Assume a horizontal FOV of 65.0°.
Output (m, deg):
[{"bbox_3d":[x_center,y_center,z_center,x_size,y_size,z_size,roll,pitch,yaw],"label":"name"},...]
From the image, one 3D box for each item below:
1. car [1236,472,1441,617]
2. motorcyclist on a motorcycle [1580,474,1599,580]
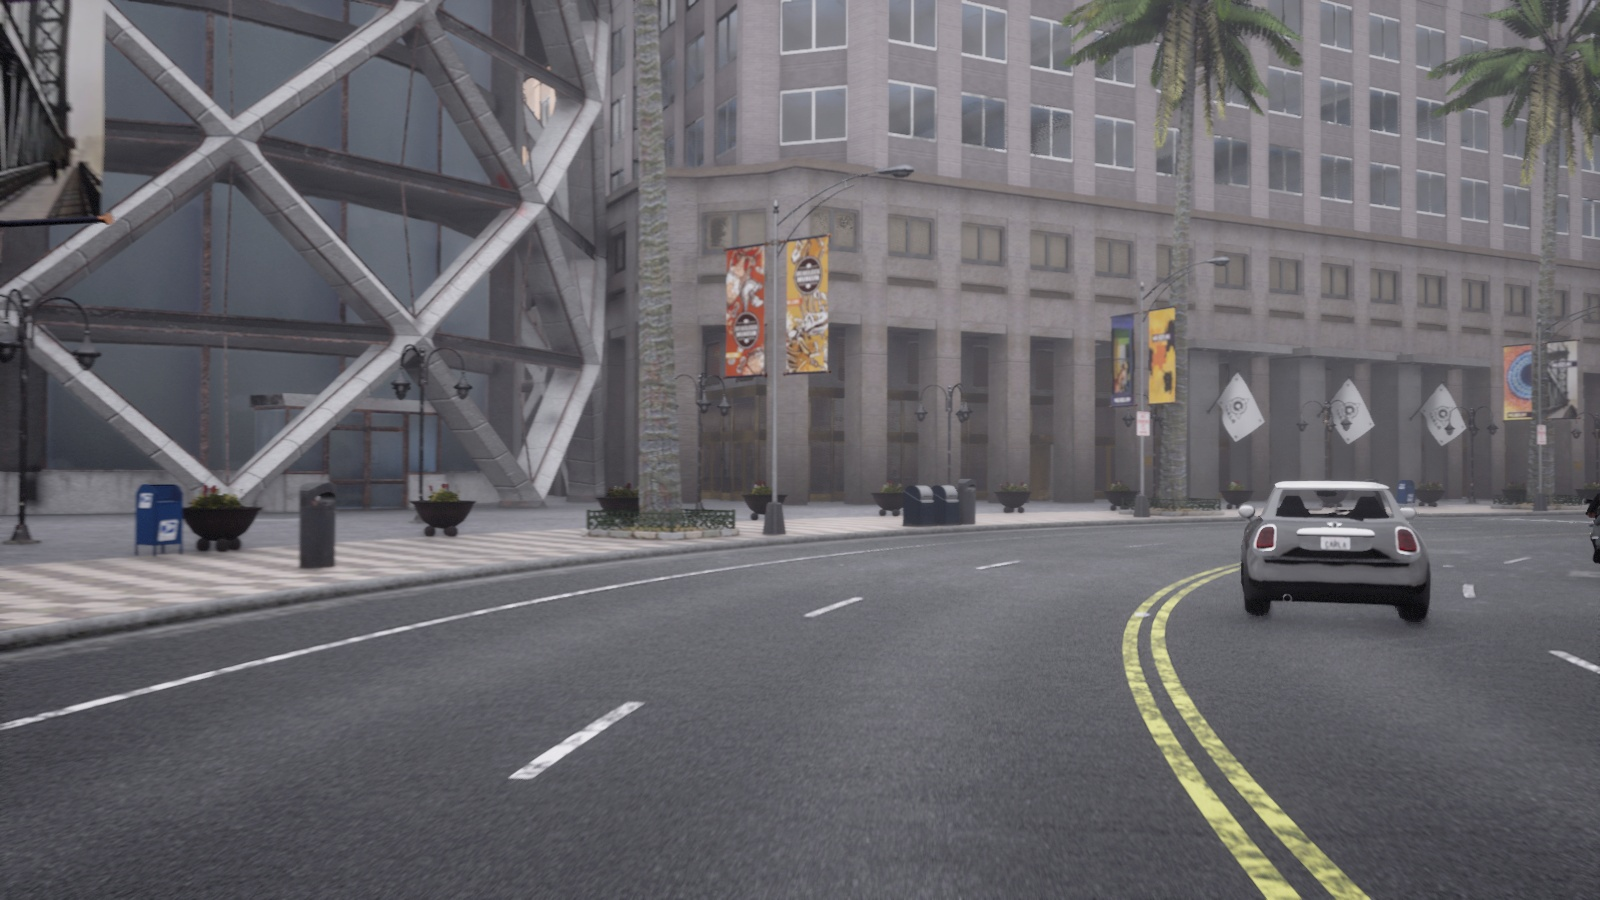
[{"bbox_3d":[6.298,1.012,15.009,1.970,1.475,3.806,-1,-1,20],"label":"car"},{"bbox_3d":[12.355,1.130,19.024,0.866,1.530,2.191,0,-1,33],"label":"motorcyclist on a motorcycle"}]
